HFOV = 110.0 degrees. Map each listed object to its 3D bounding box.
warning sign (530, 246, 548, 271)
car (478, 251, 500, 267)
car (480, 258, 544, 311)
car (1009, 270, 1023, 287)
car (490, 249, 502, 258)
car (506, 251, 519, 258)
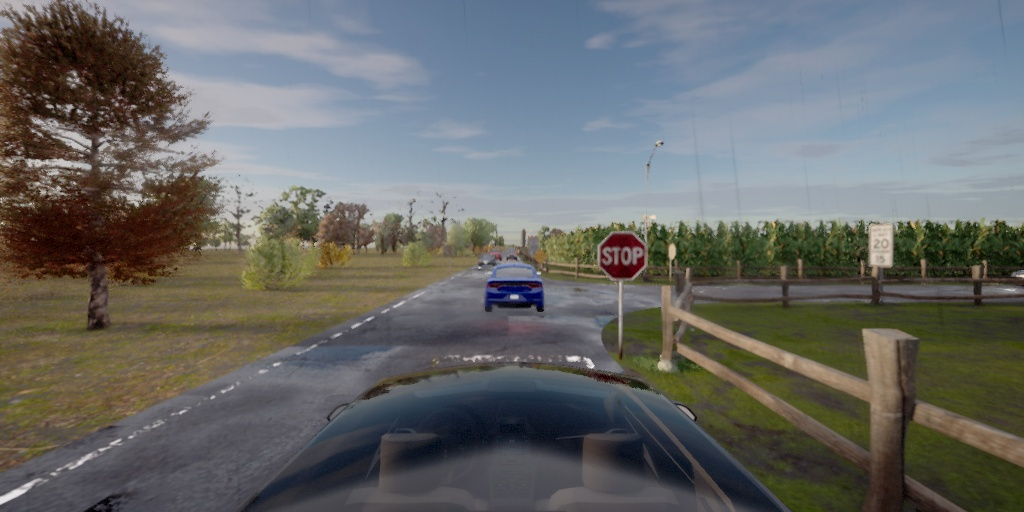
[{"bbox_3d":[2.439,0.304,30.768,1.300,1.860,1.060,0,0,0],"label":"warning sign"},{"bbox_3d":[-2.855,0.461,41.760,2.128,1.511,4.902,0,1,0],"label":"car"},{"bbox_3d":[0.083,1.008,13.153,1.882,1.535,5.008,0,1,0],"label":"car"},{"bbox_3d":[29.124,0.990,18.709,4.674,1.442,1.812,0,1,-1],"label":"car"},{"bbox_3d":[-2.817,-0.191,60.416,2.150,2.045,5.566,0,1,0],"label":"car"},{"bbox_3d":[-0.023,0.061,62.779,1.812,1.442,4.674,0,1,0],"label":"car"}]
